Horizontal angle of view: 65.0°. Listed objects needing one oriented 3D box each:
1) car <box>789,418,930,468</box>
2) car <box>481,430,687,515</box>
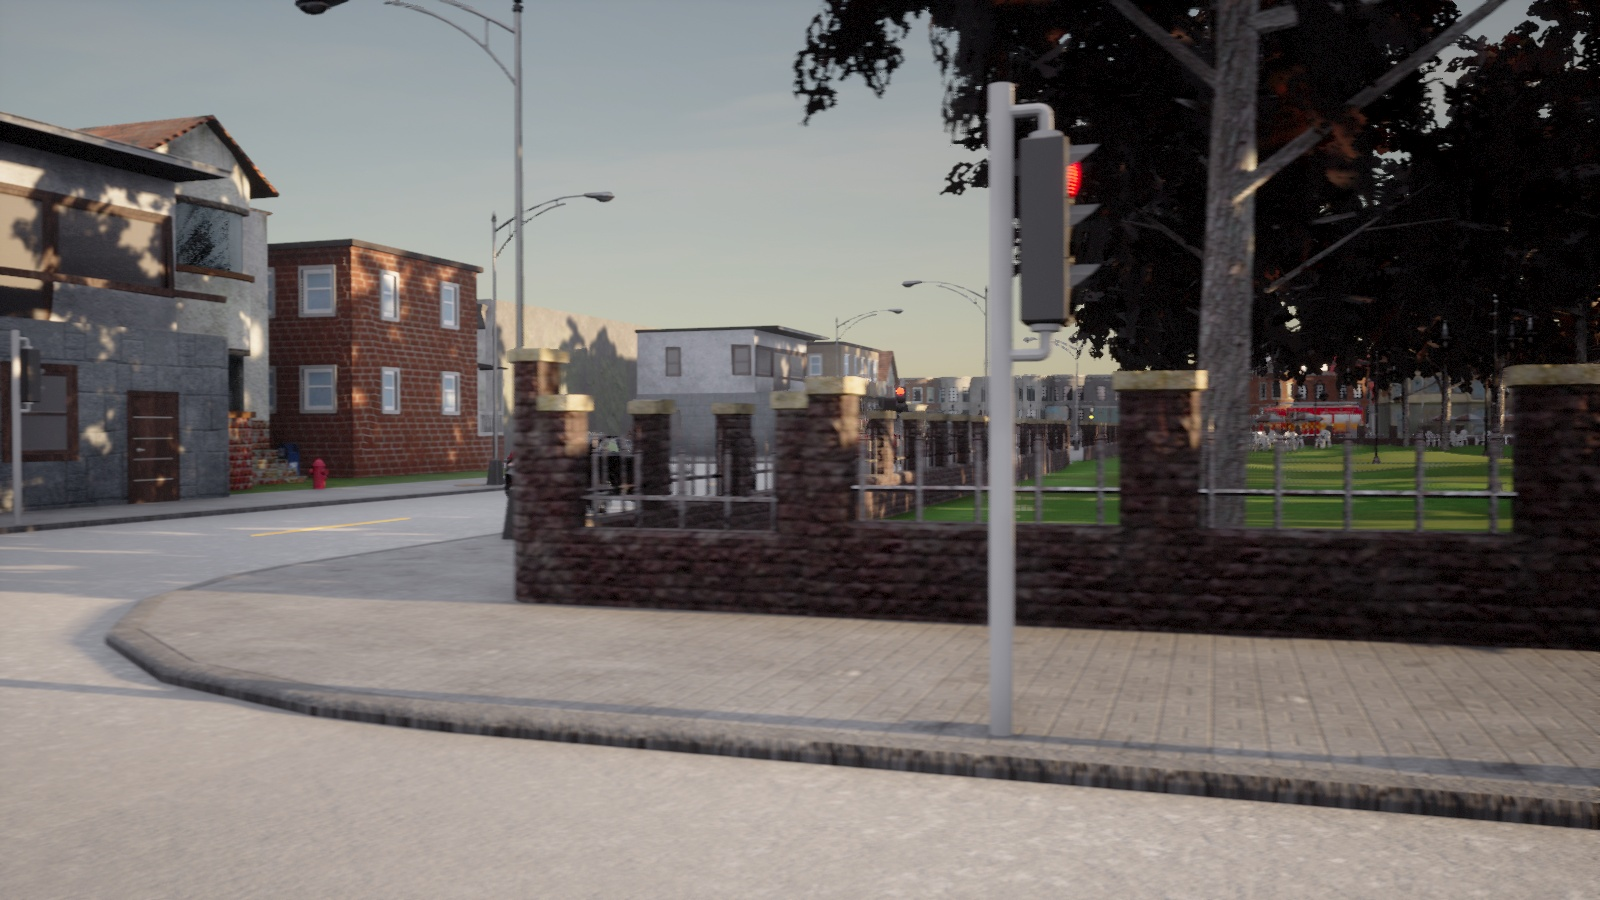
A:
[{"bbox_3d":[2.522,-0.301,53.514,5.566,2.045,2.150,0,1,-18],"label":"car"},{"bbox_3d":[-4.177,0.364,25.230,2.128,1.511,4.902,0,1,17],"label":"car"}]
